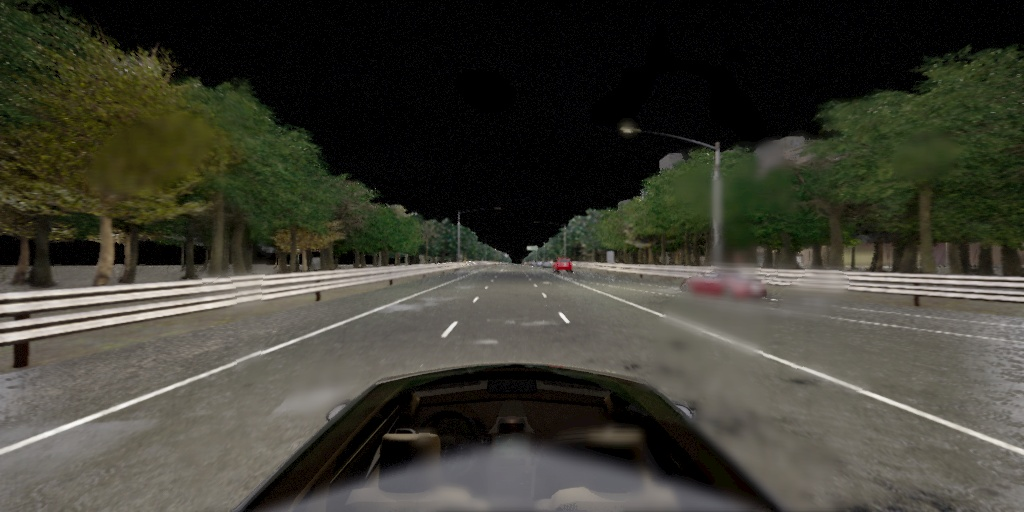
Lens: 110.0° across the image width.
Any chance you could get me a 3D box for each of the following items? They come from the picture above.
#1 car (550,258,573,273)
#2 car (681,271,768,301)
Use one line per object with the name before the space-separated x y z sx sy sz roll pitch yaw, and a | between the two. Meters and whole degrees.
car | 7.006 1.313 49.902 2.150 2.045 5.566 0 0 0
car | 10.828 1.464 18.611 1.994 1.385 4.181 0 0 -15
